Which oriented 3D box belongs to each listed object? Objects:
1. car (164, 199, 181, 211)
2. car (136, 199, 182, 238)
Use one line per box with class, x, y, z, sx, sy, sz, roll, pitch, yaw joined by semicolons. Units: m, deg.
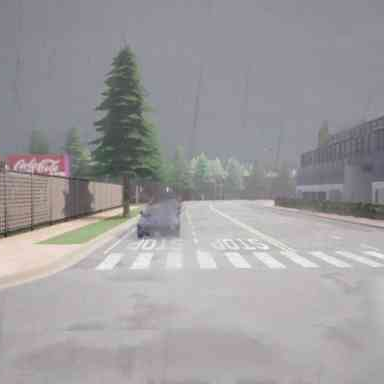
car;-2.406;1.570;42.502;1.994;1.385;4.181;0;0;-2
car;-1.637;1.349;17.535;2.097;1.767;4.553;0;0;-2
